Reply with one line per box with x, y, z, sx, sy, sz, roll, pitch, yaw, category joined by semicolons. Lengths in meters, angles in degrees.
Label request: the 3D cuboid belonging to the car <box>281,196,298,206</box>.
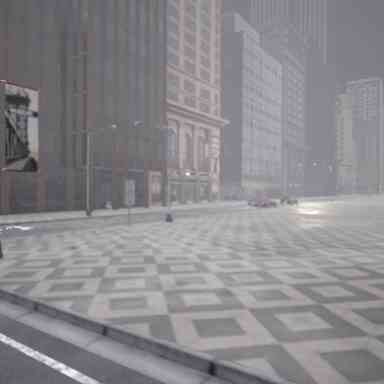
16.084;1.449;54.967;1.837;1.490;4.892;1;1;35;car

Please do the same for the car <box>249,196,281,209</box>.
10.332;1.589;46.747;1.895;1.301;4.718;1;1;36;car

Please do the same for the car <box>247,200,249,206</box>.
10.266;1.434;51.938;2.128;1.511;4.902;1;1;35;car
